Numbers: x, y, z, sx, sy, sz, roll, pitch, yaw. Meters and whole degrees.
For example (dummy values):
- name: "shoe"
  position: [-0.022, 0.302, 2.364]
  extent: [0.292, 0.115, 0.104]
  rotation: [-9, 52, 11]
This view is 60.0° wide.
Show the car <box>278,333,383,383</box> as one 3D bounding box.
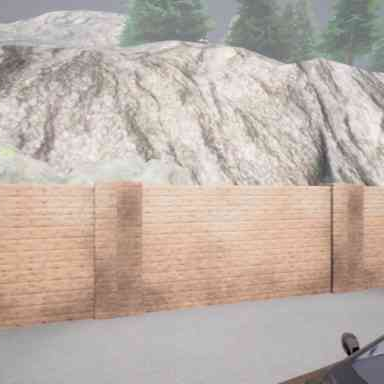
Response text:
- name: "car"
  position: [2.193, 1.492, 1.896]
  extent: [4.902, 1.511, 2.128]
  rotation: [0, 0, -18]
